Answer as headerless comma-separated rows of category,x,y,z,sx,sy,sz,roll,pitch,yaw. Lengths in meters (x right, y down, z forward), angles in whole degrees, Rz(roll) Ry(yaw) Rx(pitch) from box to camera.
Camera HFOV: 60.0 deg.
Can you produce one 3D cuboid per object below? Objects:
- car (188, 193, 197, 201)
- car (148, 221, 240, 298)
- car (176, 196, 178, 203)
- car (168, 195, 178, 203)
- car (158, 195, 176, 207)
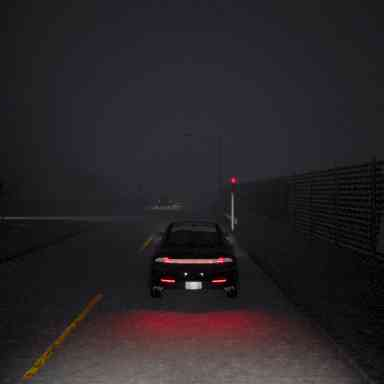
car,0.056,1.225,87.465,2.150,2.045,5.566,0,0,0
car,0.054,1.492,8.498,2.128,1.511,4.902,0,0,1
car,-4.025,1.601,60.703,1.895,1.301,4.718,0,0,0
car,-3.951,1.478,71.138,1.882,1.535,5.008,0,0,0
car,-4.060,1.352,51.335,2.097,1.767,4.553,0,0,0
